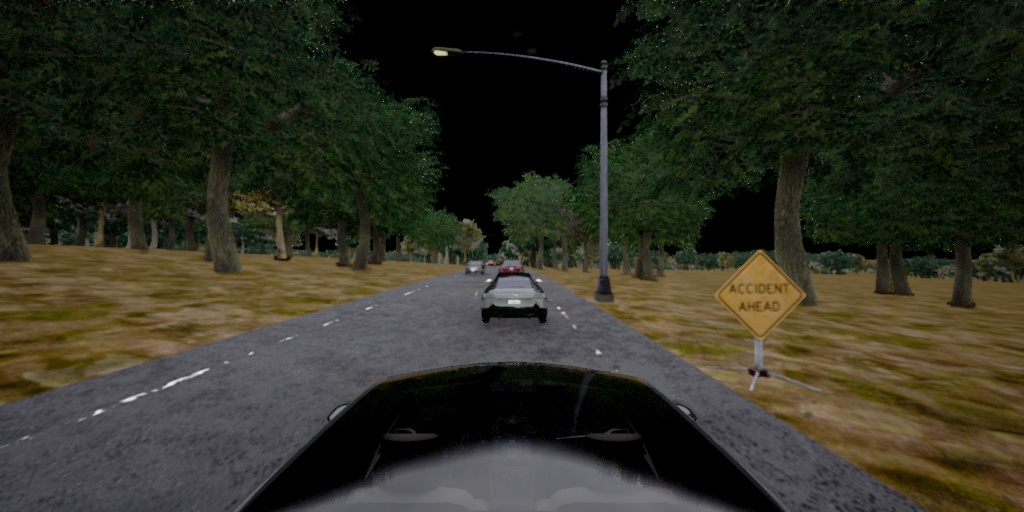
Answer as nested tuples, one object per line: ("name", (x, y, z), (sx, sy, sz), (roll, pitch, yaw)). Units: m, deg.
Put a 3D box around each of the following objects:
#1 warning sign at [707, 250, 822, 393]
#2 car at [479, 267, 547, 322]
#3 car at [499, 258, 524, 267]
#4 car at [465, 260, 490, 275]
("warning sign", (3.549, 0.841, 5.158), (1.300, 1.860, 1.060), (0, 0, 0))
("car", (0.061, 1.247, 12.057), (1.994, 1.385, 4.181), (0, 0, 0))
("car", (-0.053, 1.031, 30.606), (2.097, 1.767, 4.553), (0, 0, 0))
("car", (-3.817, 1.214, 37.604), (2.128, 1.511, 4.902), (0, 0, -1))
